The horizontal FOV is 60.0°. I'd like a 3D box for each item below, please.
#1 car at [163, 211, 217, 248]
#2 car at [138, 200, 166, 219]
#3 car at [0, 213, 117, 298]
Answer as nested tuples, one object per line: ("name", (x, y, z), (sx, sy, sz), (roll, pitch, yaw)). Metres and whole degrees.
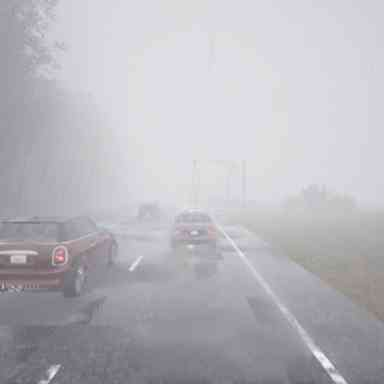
("car", (0.095, 1.520, 14.500), (2.033, 1.411, 5.357), (0, 0, 0))
("car", (-3.400, 1.451, 28.157), (1.837, 1.490, 4.892), (0, 0, 0))
("car", (-3.399, 1.335, 8.651), (2.097, 1.767, 4.553), (0, 0, 0))
